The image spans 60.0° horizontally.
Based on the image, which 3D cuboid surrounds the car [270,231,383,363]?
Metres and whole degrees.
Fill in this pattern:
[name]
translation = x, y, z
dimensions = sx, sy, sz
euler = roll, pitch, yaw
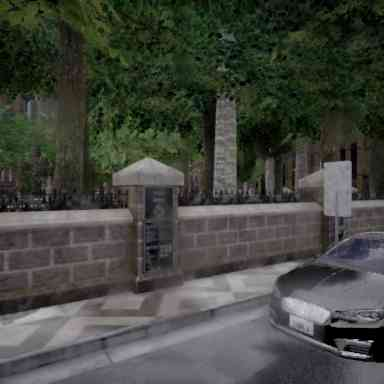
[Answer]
[car]
translation = 3.440, 1.491, 5.806
dimensions = 4.902, 1.511, 2.128
euler = 0, 0, -35
